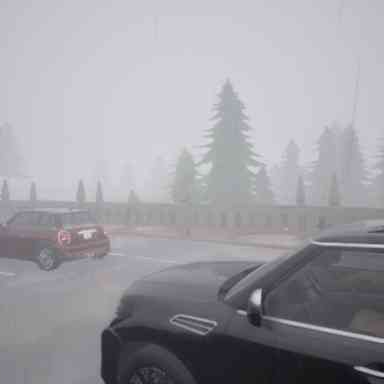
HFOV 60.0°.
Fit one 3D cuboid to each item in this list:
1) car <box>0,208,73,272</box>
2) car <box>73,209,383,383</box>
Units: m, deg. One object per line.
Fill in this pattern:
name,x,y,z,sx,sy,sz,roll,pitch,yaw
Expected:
car,-4.914,1.307,10.837,4.553,1.767,2.097,0,0,30
car,1.729,1.208,2.617,5.566,2.045,2.150,0,0,35
